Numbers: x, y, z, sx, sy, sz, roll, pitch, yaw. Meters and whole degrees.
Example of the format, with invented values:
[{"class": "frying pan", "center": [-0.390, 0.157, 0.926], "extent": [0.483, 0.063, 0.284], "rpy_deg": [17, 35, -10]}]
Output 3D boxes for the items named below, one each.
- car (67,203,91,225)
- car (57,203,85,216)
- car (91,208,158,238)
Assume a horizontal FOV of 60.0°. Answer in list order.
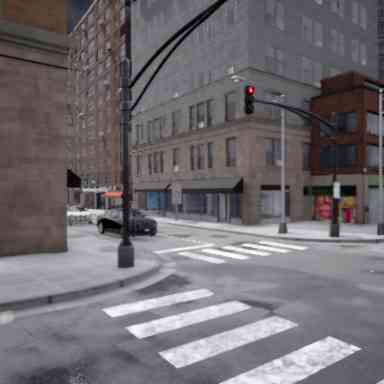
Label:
[{"class": "car", "center": [-9.571, 1.828, 27.091], "extent": [1.812, 1.442, 4.674], "rpy_deg": [0, 0, -36]}, {"class": "car", "center": [-14.338, 1.992, 39.179], "extent": [1.895, 1.301, 4.718], "rpy_deg": [0, 0, -36]}, {"class": "car", "center": [-3.781, 1.692, 19.019], "extent": [1.882, 1.535, 5.008], "rpy_deg": [0, 0, -37]}]
